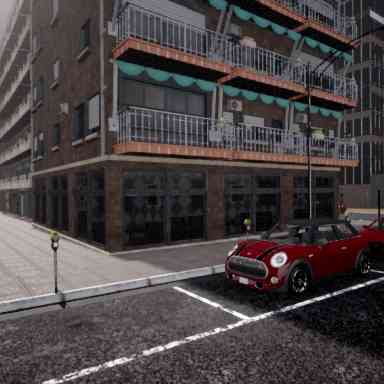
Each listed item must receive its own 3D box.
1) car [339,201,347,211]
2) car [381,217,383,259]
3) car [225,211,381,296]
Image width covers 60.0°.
[{"bbox_3d":[16.533,1.746,40.629,1.967,1.590,4.097,-2,0,-36],"label":"car"},{"bbox_3d":[7.264,1.543,11.743,4.507,1.381,1.887,0,-1,-35],"label":"car"},{"bbox_3d":[2.764,1.439,8.538,4.097,1.590,1.967,0,-1,-35],"label":"car"}]
